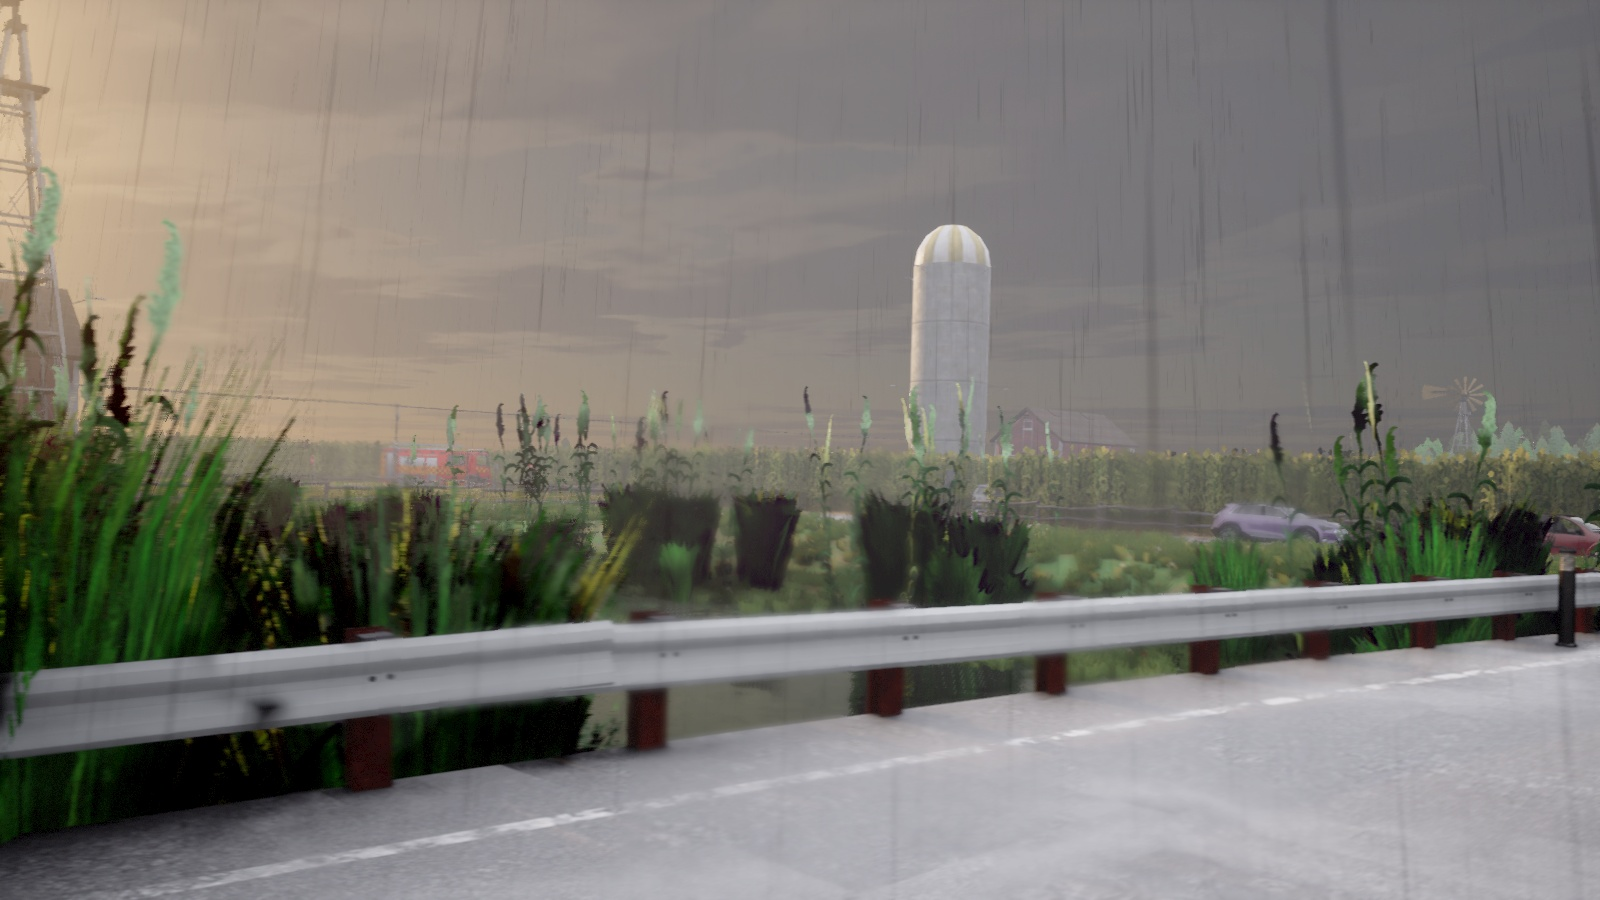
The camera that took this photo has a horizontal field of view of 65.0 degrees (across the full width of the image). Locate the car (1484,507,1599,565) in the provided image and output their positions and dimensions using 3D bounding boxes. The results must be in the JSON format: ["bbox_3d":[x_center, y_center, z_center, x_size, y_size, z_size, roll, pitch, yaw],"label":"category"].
[{"bbox_3d":[23.789,2.670,39.101,1.851,1.617,3.988,3,-2,-43],"label":"car"}]

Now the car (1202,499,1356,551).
[{"bbox_3d":[17.467,2.687,45.958,2.033,1.649,4.856,3,-2,-43],"label":"car"}]

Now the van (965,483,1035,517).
[{"bbox_3d":[12.201,3.056,76.342,4.442,1.987,1.775,3,-2,-42],"label":"van"}]
